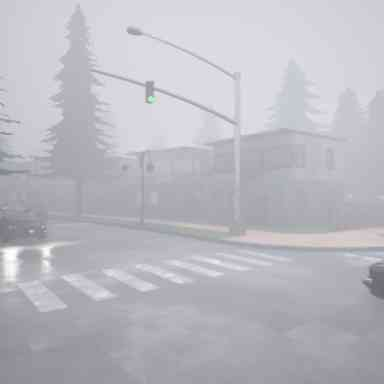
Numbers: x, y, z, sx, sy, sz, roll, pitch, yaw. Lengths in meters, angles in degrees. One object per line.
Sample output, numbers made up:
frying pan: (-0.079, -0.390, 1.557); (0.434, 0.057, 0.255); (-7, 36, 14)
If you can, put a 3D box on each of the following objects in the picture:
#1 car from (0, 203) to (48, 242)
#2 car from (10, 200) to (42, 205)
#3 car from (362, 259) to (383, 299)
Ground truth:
car: (-8.774, 1.506, 16.528); (1.837, 1.490, 4.892); (0, 0, -43)
car: (-13.143, 1.365, 25.558); (4.553, 1.767, 2.097); (0, 0, 38)
car: (5.486, 1.624, 5.371); (1.895, 1.301, 4.718); (0, 0, -40)
